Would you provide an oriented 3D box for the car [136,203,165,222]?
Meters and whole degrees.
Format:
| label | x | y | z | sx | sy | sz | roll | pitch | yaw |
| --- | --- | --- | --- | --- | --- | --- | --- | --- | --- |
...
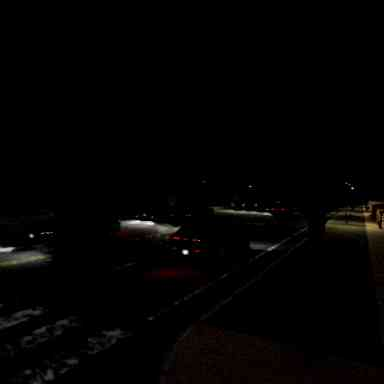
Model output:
| label | x | y | z | sx | sy | sz | roll | pitch | yaw |
| --- | --- | --- | --- | --- | --- | --- | --- | --- | --- |
| car | -2.836 | 1.648 | 28.049 | 1.994 | 1.385 | 4.181 | 2 | 1 | 27 |

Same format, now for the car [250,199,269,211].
| label | x | y | z | sx | sy | sz | roll | pitch | yaw |
| --- | --- | --- | --- | --- | --- | --- | --- | --- | --- |
| car | 10.129 | 1.812 | 46.073 | 2.097 | 1.767 | 4.553 | 2 | 1 | 27 |

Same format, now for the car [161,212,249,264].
| label | x | y | z | sx | sy | sz | roll | pitch | yaw |
| --- | --- | --- | --- | --- | --- | --- | --- | --- | --- |
| car | 0.890 | 1.845 | 13.647 | 1.837 | 1.490 | 4.892 | 2 | 0 | 28 |

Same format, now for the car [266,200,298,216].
| label | x | y | z | sx | sy | sz | roll | pitch | yaw |
| --- | --- | --- | --- | --- | --- | --- | --- | --- | --- |
| car | 11.076 | 2.086 | 40.689 | 2.033 | 1.411 | 5.357 | 2 | 0 | 28 |

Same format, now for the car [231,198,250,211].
| label | x | y | z | sx | sy | sz | roll | pitch | yaw |
| --- | --- | --- | --- | --- | --- | --- | --- | --- | --- |
| car | 7.234 | 1.687 | 47.545 | 2.097 | 1.767 | 4.553 | 2 | 1 | 27 |

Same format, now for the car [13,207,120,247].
| label | x | y | z | sx | sy | sz | roll | pitch | yaw |
| --- | --- | --- | --- | --- | --- | --- | --- | --- | --- |
| car | -5.463 | 1.580 | 15.764 | 1.837 | 1.490 | 4.892 | 2 | 1 | 27 |

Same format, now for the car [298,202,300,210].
| label | x | y | z | sx | sy | sz | roll | pitch | yaw |
| --- | --- | --- | --- | --- | --- | --- | --- | --- | --- |
| car | 15.423 | 2.173 | 49.305 | 1.812 | 1.442 | 4.674 | 2 | 1 | 27 |

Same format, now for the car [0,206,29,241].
| label | x | y | z | sx | sy | sz | roll | pitch | yaw |
| --- | --- | --- | --- | --- | --- | --- | --- | --- | --- |
| car | -8.648 | 1.470 | 16.637 | 1.812 | 1.442 | 4.674 | 2 | 1 | 26 |

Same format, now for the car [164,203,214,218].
| label | x | y | z | sx | sy | sz | roll | pitch | yaw |
| --- | --- | --- | --- | --- | --- | --- | --- | --- | --- |
| car | 0.119 | 1.689 | 26.690 | 1.882 | 1.535 | 5.008 | 2 | 1 | 27 |
